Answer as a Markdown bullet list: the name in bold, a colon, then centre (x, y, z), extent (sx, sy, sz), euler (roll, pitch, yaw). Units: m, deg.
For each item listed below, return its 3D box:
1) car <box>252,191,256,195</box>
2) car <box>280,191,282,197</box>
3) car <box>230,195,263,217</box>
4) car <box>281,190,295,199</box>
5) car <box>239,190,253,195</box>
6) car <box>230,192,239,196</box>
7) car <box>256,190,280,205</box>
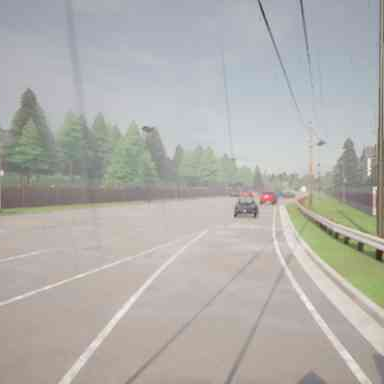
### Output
- **car**: centre (18.204, 0.930, 88.162), extent (2.128, 1.511, 4.902), euler (0, 0, 21)
- **car**: centre (21.472, 0.950, 86.910), extent (2.128, 1.511, 4.902), euler (0, 0, 21)
- **car**: centre (4.754, 1.295, 28.815), extent (2.128, 1.511, 4.902), euler (0, 0, 13)
- **car**: centre (24.879, 0.799, 86.017), extent (2.097, 1.767, 4.553), euler (0, 0, 21)
- **car**: centre (14.948, 0.609, 89.440), extent (2.150, 2.045, 5.566), euler (0, 0, 21)
- **car**: centre (11.668, 0.842, 90.666), extent (1.882, 1.535, 5.008), euler (0, 0, 21)
- **car**: centre (11.962, 0.879, 51.930), extent (2.150, 2.045, 5.566), euler (0, 0, 21)
